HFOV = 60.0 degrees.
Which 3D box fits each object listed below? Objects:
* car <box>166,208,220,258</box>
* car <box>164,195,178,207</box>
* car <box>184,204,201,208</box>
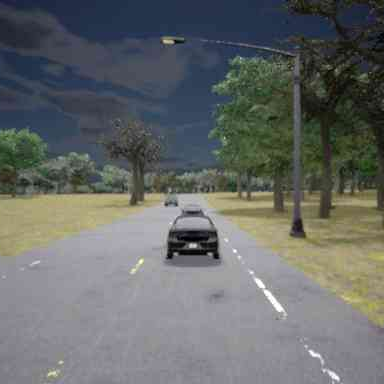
[{"bbox_3d":[0.054,1.645,13.486,1.882,1.535,5.008,0,0,0],"label":"car"},{"bbox_3d":[-3.541,1.481,57.902,2.150,2.045,5.566,0,1,1],"label":"car"},{"bbox_3d":[0.047,1.782,27.346,1.837,1.490,4.892,0,0,1],"label":"car"}]
